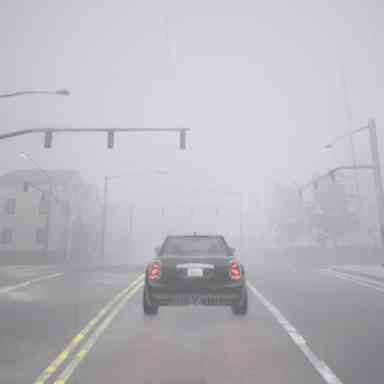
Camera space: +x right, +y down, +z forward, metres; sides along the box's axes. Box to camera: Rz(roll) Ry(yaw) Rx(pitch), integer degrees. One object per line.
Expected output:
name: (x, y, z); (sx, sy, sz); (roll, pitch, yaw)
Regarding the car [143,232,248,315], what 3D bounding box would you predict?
car: (0.074, 1.817, 8.533); (2.097, 1.767, 4.553); (0, -7, 0)
